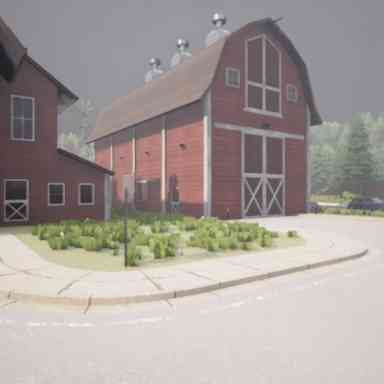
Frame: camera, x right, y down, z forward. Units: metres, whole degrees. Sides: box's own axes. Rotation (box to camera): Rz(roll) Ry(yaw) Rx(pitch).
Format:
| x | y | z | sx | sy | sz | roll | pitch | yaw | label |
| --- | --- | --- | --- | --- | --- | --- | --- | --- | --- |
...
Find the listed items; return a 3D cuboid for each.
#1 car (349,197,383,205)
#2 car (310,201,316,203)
| x | y | z | sx | sy | sz | roll | pitch | yaw | label |
| --- | --- | --- | --- | --- | --- | --- | --- | --- | --- |
| 19.067 | 1.362 | 35.367 | 2.097 | 1.767 | 4.553 | 0 | 0 | -34 | car |
| 13.960 | 1.523 | 42.804 | 1.837 | 1.490 | 4.892 | 0 | 0 | -34 | car |
